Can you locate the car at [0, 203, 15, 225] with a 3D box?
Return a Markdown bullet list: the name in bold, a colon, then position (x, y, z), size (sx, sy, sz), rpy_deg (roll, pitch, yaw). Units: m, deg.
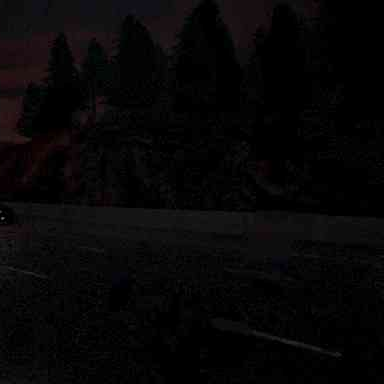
- **car**: position (-14.010, 1.489, 22.957), size (4.902, 1.511, 2.128), rpy_deg (0, 0, 39)
